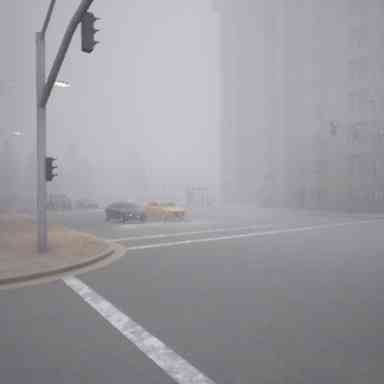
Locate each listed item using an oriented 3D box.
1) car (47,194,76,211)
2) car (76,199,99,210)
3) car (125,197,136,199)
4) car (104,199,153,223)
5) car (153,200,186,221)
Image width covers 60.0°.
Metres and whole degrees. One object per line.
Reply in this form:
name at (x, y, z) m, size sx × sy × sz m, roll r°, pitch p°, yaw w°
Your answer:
car at (-17.135, 1.275, 42.636) m, size 2.150 × 2.045 × 5.566 m, roll -1°, pitch 0°, yaw -35°
car at (-14.116, 1.588, 44.424) m, size 2.033 × 1.411 × 5.357 m, roll -1°, pitch 0°, yaw -35°
car at (-9.398, 1.518, 50.175) m, size 1.812 × 1.442 × 4.674 m, roll -1°, pitch 0°, yaw -31°
car at (-5.174, 1.505, 25.426) m, size 1.837 × 1.490 × 4.892 m, roll -1°, pitch 0°, yaw -35°
car at (-2.367, 1.453, 27.521) m, size 1.882 × 1.535 × 5.008 m, roll -1°, pitch 1°, yaw -35°
